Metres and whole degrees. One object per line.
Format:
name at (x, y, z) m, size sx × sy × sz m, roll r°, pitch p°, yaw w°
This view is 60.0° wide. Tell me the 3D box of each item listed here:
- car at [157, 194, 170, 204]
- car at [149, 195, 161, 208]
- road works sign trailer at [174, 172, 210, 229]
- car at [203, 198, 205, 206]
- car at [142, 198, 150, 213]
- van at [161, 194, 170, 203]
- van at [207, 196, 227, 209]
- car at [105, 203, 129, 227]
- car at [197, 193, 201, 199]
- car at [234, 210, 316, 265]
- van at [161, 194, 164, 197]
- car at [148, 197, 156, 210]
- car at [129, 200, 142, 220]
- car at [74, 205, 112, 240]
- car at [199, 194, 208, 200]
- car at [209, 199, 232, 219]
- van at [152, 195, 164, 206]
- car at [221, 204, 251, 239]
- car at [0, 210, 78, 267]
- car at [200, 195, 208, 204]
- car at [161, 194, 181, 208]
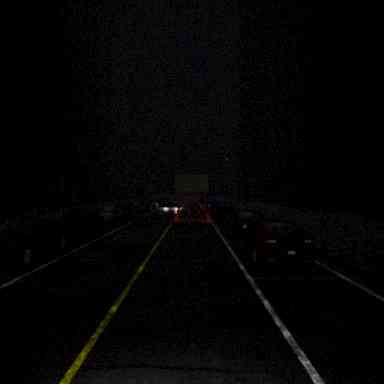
car at (-5.767, 1.372, 67.819) m, size 2.192 × 1.841 × 5.009 m, roll 0°, pitch 0°, yaw 0°
car at (-5.766, 1.467, 45.274) m, size 1.967 × 1.590 × 4.097 m, roll 0°, pitch 0°, yaw 0°
road works sign trailer at (0.000, 0.471, 21.766) m, size 2.380 × 3.560 × 2.880 m, roll 0°, pitch 0°, yaw 0°
car at (2.759, 1.572, 39.653) m, size 2.008 × 1.369 × 4.403 m, roll 0°, pitch 0°, yaw 0°
car at (-5.765, 1.597, 34.000) m, size 1.802 × 1.307 × 4.206 m, roll 0°, pitch 0°, yaw 0°
van at (-5.768, 1.408, 73.455) m, size 1.690 × 1.788 × 3.998 m, roll 0°, pitch 0°, yaw 0°
van at (2.759, 1.357, 34.017) m, size 1.690 × 1.788 × 3.998 m, roll 0°, pitch 0°, yaw 0°
car at (-5.764, 1.532, 22.557) m, size 1.752 × 1.417 × 4.829 m, roll 0°, pitch 0°, yaw 0°
car at (2.757, 1.382, 73.471) m, size 2.192 × 1.841 × 5.009 m, roll 0°, pitch 0°, yaw 0°
car at (2.761, 1.548, 11.472) m, size 1.887 × 1.381 × 4.507 m, roll 0°, pitch 0°, yaw 0°
van at (-5.767, 1.375, 50.910) m, size 1.690 × 1.788 × 3.998 m, roll 0°, pitch 0°, yaw 0°
car at (-5.765, 1.586, 39.637) m, size 1.947 × 1.339 × 4.313 m, roll 0°, pitch 0°, yaw 0°
car at (-5.765, 1.577, 28.363) m, size 1.947 × 1.339 × 4.313 m, roll 0°, pitch 0°, yaw 0°
car at (-5.764, 1.570, 17.090) m, size 1.947 × 1.339 × 4.313 m, roll 0°, pitch 0°, yaw 0°
car at (2.758, 1.594, 62.198) m, size 1.887 × 1.381 × 4.507 m, roll 0°, pitch 0°, yaw 0°
car at (2.760, 1.562, 28.381) m, size 2.008 × 1.369 × 4.403 m, roll 0°, pitch 0°, yaw 0°
van at (-5.767, 1.382, 56.547) m, size 1.690 × 1.788 × 3.998 m, roll 0°, pitch 0°, yaw 0°
car at (2.761, 1.549, 17.108) m, size 1.887 × 1.381 × 4.507 m, roll 0°, pitch 0°, yaw 0°
car at (-5.764, 1.547, 11.454) m, size 1.887 × 1.381 × 4.507 m, roll 0°, pitch 0°, yaw 0°
car at (2.759, 1.585, 50.926) m, size 2.008 × 1.369 × 4.403 m, roll 0°, pitch 0°, yaw 0°
car at (-3.083, 1.510, 50.313) m, size 1.882 × 1.535 × 5.008 m, roll 0°, pitch 0°, yaw 0°
